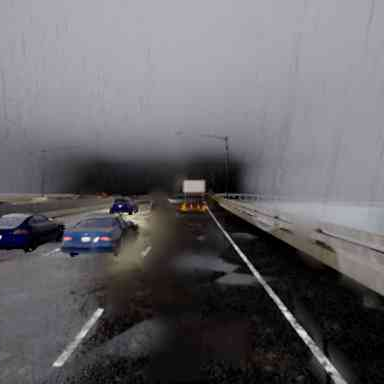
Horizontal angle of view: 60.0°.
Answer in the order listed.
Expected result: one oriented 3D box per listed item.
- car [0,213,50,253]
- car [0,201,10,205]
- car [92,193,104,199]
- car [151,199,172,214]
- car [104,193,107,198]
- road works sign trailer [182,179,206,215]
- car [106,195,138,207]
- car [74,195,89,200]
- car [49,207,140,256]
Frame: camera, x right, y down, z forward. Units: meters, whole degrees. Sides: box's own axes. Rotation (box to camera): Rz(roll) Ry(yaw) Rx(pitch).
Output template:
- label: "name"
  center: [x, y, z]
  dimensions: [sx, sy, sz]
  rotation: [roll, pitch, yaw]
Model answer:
- label: "car"
  center: [-6.856, 1.562, 13.759]
  dimensions: [1.994, 1.385, 4.181]
  rotation: [0, 0, 0]
- label: "car"
  center: [-17.425, 1.520, 29.393]
  dimensions: [1.812, 1.442, 4.674]
  rotation: [0, 0, 1]
- label: "car"
  center: [-20.036, 1.132, 72.358]
  dimensions: [2.150, 2.045, 5.566]
  rotation: [0, 0, 1]
- label: "car"
  center: [-3.160, 1.469, 35.191]
  dimensions: [1.882, 1.535, 5.008]
  rotation: [0, 0, 1]
- label: "car"
  center: [-16.579, 1.326, 70.713]
  dimensions: [2.097, 1.767, 4.553]
  rotation: [0, 0, 1]
- label: "road works sign trailer"
  center: [0.220, 0.456, 34.317]
  dimensions: [2.380, 3.560, 2.880]
  rotation: [0, 0, 1]
- label: "car"
  center: [-6.685, 1.344, 33.162]
  dimensions: [2.097, 1.767, 4.553]
  rotation: [0, 0, 1]
- label: "car"
  center: [-23.577, 1.450, 70.875]
  dimensions: [1.882, 1.535, 5.008]
  rotation: [0, 0, 1]
- label: "car"
  center: [-3.362, 1.546, 13.095]
  dimensions: [2.033, 1.411, 5.357]
  rotation: [0, 0, 0]
